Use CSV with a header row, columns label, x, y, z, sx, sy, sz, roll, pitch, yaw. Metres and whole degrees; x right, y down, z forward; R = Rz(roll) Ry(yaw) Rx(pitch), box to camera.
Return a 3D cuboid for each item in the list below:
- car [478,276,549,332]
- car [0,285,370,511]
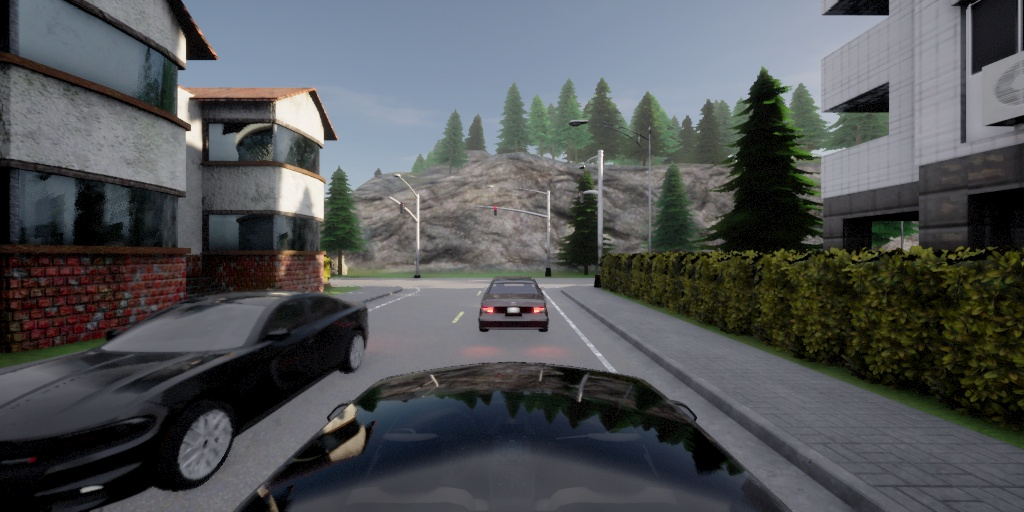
label,x,y,z,sx,sy,sz,roll,pitch,yaw
car,0.055,1.297,10.810,2.033,1.411,5.357,0,0,1
car,-3.615,1.227,4.771,1.882,1.535,5.008,0,0,0
